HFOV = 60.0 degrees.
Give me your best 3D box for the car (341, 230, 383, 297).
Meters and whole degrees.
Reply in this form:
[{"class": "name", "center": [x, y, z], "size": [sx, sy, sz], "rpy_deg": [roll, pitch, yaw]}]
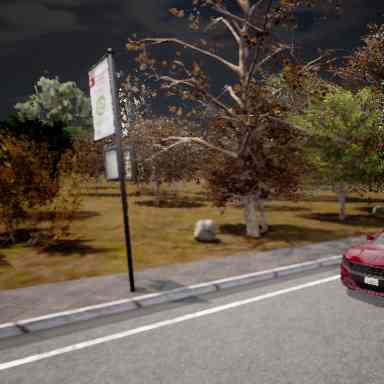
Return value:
[{"class": "car", "center": [5.533, 1.461, 7.924], "size": [5.008, 1.535, 1.882], "rpy_deg": [0, 0, -35]}]
